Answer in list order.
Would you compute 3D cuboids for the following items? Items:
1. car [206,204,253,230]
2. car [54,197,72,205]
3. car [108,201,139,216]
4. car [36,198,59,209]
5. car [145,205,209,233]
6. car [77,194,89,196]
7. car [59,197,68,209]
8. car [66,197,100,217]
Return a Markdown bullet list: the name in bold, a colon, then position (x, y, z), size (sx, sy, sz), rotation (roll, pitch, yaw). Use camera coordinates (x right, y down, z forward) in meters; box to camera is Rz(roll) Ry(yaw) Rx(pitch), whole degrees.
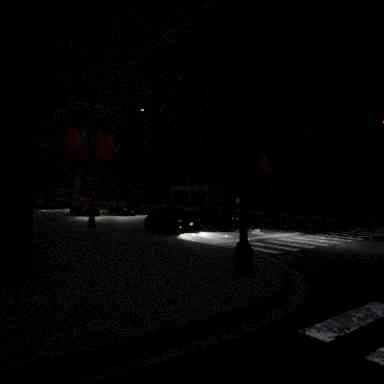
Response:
- **car**: position (1.810, 1.549, 21.644), size (2.128, 1.511, 4.902), rotation (0, 0, -36)
- **car**: position (-25.210, 1.746, 65.129), size (2.128, 1.511, 4.902), rotation (0, 0, -36)
- **car**: position (-7.111, 1.643, 34.055), size (1.812, 1.442, 4.674), rotation (0, 0, -36)
- **car**: position (-21.281, 1.728, 48.359), size (1.837, 1.490, 4.892), rotation (0, 0, -36)
- **car**: position (-1.192, 1.618, 20.246), size (1.994, 1.385, 4.181), rotation (0, 0, -36)
- **car**: position (-21.928, 1.475, 66.133), size (2.150, 2.045, 5.566), rotation (0, 0, -36)
- **car**: position (-18.625, 1.813, 50.232), size (1.895, 1.301, 4.718), rotation (0, 0, -36)
- **car**: position (-10.911, 1.596, 33.775), size (1.882, 1.535, 5.008), rotation (0, 0, -36)
